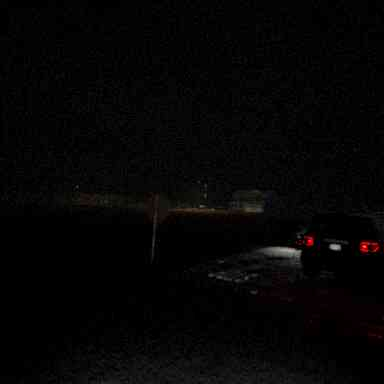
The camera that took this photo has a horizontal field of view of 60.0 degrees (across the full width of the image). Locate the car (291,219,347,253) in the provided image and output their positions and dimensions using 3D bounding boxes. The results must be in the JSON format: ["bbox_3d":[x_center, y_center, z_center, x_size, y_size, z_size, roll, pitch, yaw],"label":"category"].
[{"bbox_3d":[7.243,2.329,18.663,1.812,1.442,4.674,2,-2,35],"label":"car"}]

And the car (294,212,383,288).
[{"bbox_3d":[5.429,1.711,11.109,2.150,2.045,5.566,1,-2,36],"label":"car"}]

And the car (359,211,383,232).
[{"bbox_3d":[20.492,3.256,37.295,2.150,2.045,5.566,1,-3,36],"label":"car"}]
